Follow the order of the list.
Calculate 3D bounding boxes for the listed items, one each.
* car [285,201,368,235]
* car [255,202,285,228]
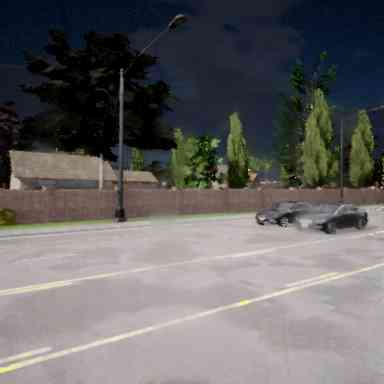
[{"bbox_3d":[7.604,1.367,17.988,4.902,1.511,2.128,-1,0,-35],"label":"car"},{"bbox_3d":[6.143,1.373,21.243,4.892,1.490,1.837,-1,0,-35],"label":"car"}]
